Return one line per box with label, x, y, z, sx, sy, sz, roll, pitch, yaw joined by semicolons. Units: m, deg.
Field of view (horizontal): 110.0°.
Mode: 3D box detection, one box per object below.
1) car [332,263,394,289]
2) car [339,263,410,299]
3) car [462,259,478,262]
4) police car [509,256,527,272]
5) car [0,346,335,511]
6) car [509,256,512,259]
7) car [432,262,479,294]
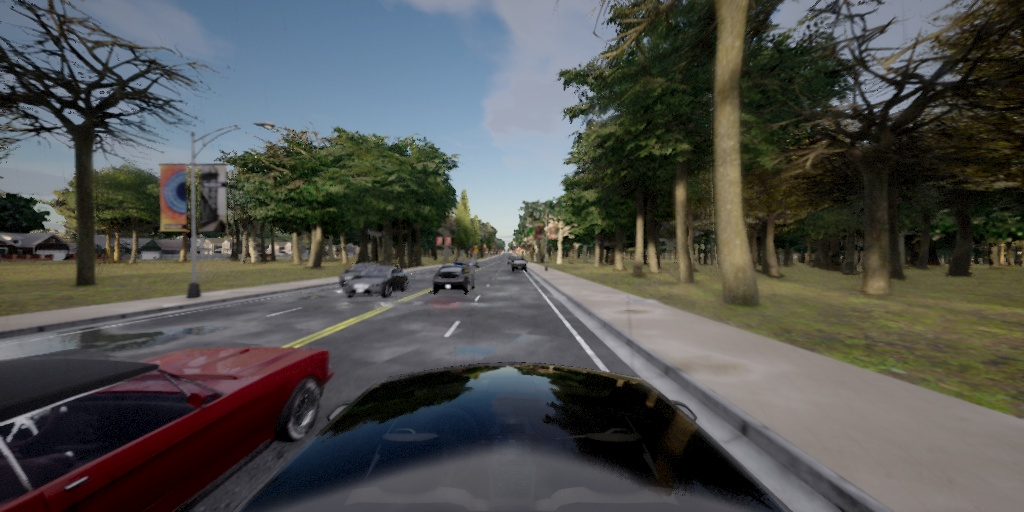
car;-9.858;1.250;24.215;2.128;1.511;4.902;0;0;0
car;-6.607;1.246;18.090;2.128;1.511;4.902;0;0;0
car;-6.565;1.284;59.794;2.128;1.511;4.902;0;0;1
police car;0.953;1.202;45.730;1.930;1.638;5.238;0;0;0
car;-3.151;1.351;2.375;1.895;1.301;4.718;0;0;0
car;0.949;1.012;55.650;2.150;2.045;5.566;0;0;0
car;-3.158;1.261;20.121;1.837;1.490;4.892;0;0;0
